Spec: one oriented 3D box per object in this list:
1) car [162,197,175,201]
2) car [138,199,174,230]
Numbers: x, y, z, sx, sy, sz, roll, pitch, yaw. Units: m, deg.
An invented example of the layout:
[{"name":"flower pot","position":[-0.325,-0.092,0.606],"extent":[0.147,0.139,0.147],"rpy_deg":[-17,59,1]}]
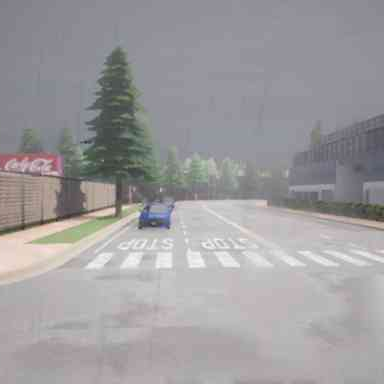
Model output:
[{"name":"car","position":[-3.396,1.463,45.990],"extent":[2.128,1.511,4.902],"rpy_deg":[0,0,-2]},{"name":"car","position":[-2.270,1.481,21.113],"extent":[1.882,1.535,5.008],"rpy_deg":[0,0,-3]}]
